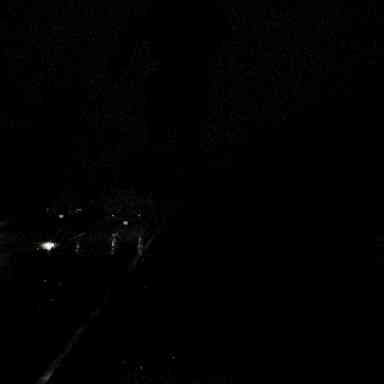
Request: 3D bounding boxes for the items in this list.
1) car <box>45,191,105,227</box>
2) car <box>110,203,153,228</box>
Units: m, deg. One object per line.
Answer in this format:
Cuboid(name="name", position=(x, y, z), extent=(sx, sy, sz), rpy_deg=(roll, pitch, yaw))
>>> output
Cuboid(name="car", position=(-7.059, 0.938, 20.680), extent=(2.150, 2.045, 5.566), rpy_deg=(0, 0, 0))
Cuboid(name="car", position=(-3.563, 1.324, 20.091), extent=(1.895, 1.301, 4.718), rpy_deg=(0, 1, 0))
